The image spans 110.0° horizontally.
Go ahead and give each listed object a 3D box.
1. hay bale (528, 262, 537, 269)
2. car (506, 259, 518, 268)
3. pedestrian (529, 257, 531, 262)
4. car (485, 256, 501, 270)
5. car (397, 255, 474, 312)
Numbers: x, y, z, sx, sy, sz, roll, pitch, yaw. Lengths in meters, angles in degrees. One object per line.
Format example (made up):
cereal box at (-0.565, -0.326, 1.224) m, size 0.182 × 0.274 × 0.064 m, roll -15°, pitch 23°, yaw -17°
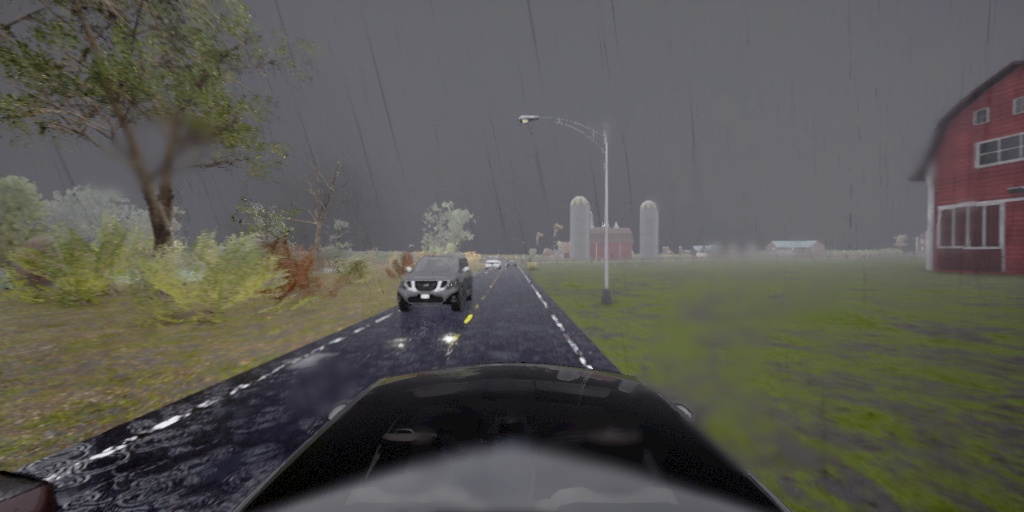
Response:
hay bale at (3.107, 1.447, 54.660) m, size 1.220 × 1.180 × 1.240 m, roll 0°, pitch 0°, yaw 0°
car at (-0.014, 1.335, 64.284) m, size 1.812 × 1.442 × 4.674 m, roll 0°, pitch 0°, yaw 0°
pedestrian at (2.806, 1.073, 55.748) m, size 0.375 × 1.860 × 0.375 m, roll -1°, pitch 1°, yaw -3°
car at (-2.820, 1.012, 53.779) m, size 2.150 × 2.045 × 5.566 m, roll 0°, pitch 0°, yaw 1°
car at (-2.832, 0.977, 14.492) m, size 2.150 × 2.045 × 5.566 m, roll 0°, pitch 0°, yaw 0°
